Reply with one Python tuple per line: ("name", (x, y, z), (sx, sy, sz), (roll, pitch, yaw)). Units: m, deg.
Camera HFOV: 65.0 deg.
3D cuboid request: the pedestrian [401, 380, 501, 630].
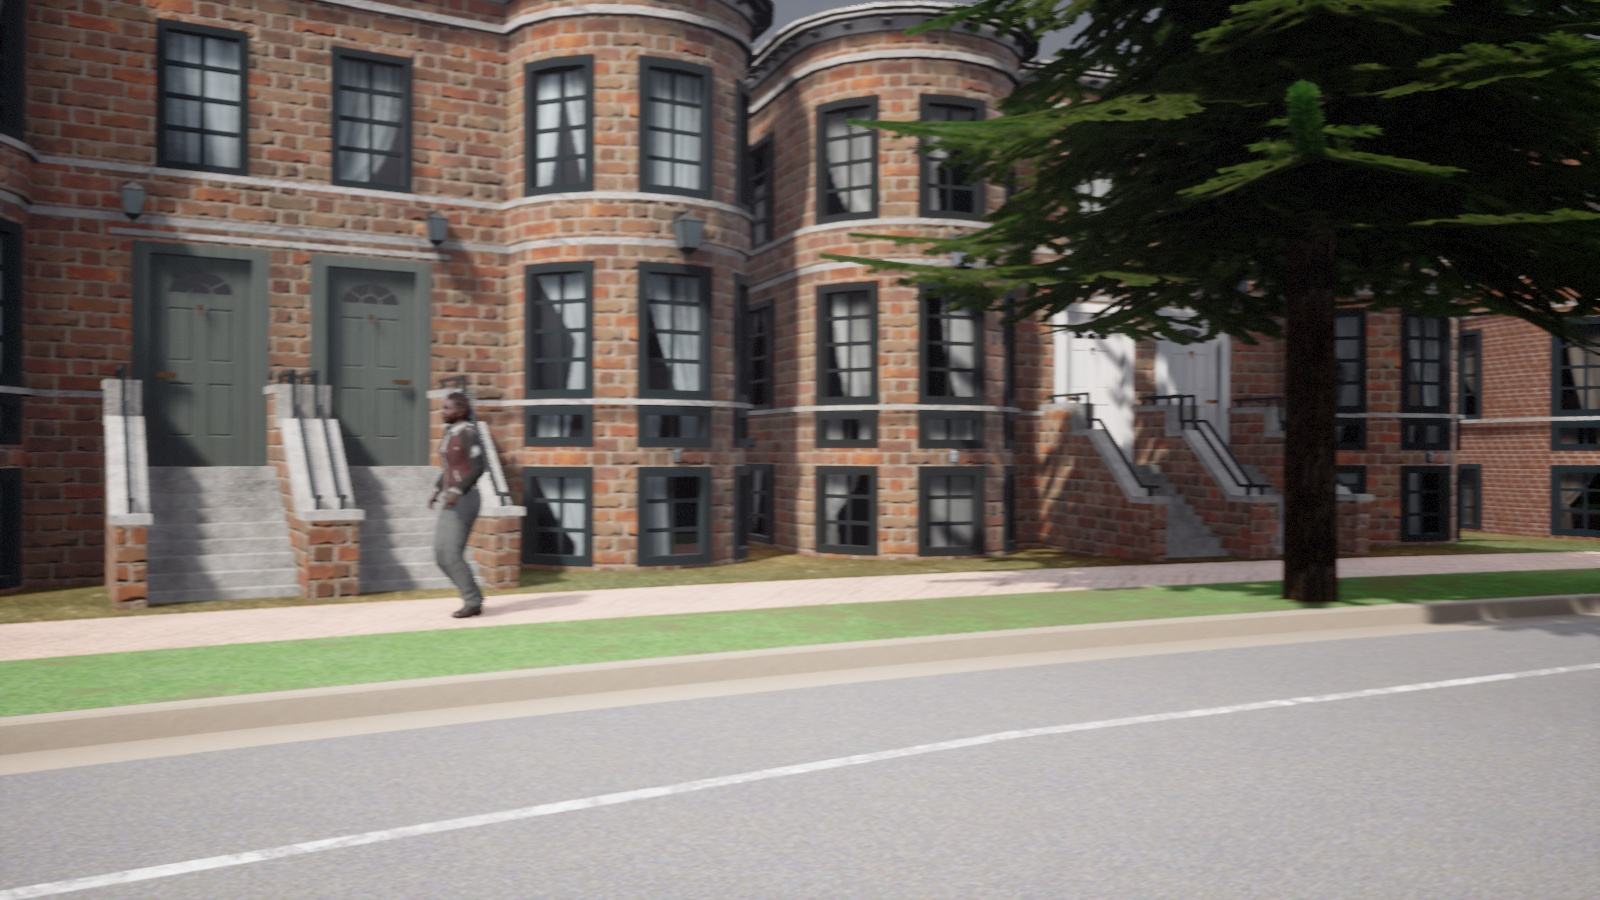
("pedestrian", (-2.790, 0.427, 10.055), (0.666, 1.930, 0.402), (0, 0, -37))
